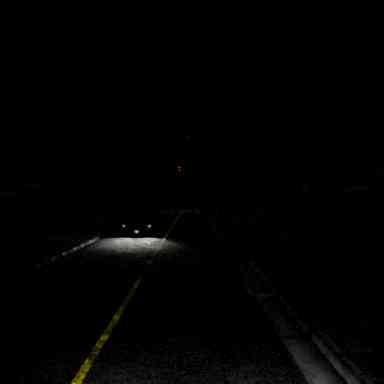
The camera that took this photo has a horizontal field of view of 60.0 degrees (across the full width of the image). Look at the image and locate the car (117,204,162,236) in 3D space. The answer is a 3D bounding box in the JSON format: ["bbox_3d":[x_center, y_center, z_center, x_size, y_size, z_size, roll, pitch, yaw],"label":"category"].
[{"bbox_3d":[-2.850,1.682,19.759,2.033,1.411,5.357,0,0,0],"label":"car"}]

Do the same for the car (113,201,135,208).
[{"bbox_3d":[-8.710,1.960,47.174,4.718,1.301,1.895,0,-2,0],"label":"car"}]

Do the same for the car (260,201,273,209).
[{"bbox_3d":[12.374,1.883,49.814,4.313,1.339,1.947,0,-1,0],"label":"car"}]

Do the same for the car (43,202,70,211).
[{"bbox_3d":[-20.612,2.149,49.800,4.403,1.369,2.008,-1,-1,0],"label":"car"}]

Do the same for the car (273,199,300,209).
[{"bbox_3d":[14.351,1.701,47.187,4.674,1.442,1.812,0,-2,0],"label":"car"}]
